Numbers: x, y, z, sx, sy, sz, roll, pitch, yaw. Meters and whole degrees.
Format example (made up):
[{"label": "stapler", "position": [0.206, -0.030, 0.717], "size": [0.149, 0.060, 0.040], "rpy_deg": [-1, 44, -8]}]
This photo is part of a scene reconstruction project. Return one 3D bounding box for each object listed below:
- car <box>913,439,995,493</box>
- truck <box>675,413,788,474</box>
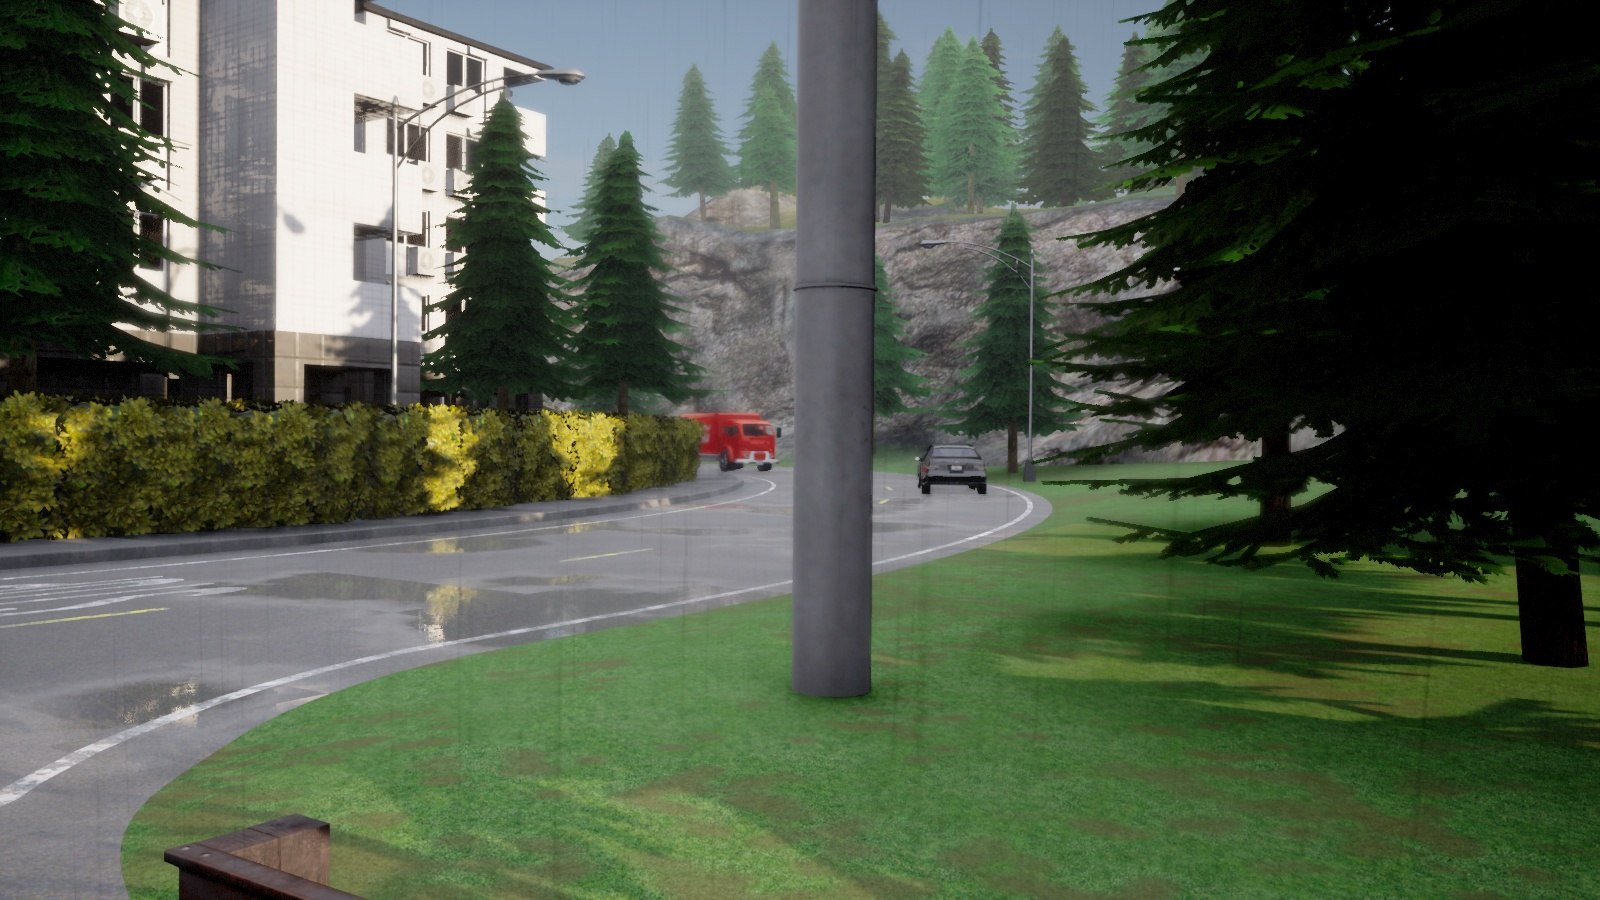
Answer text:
[{"label": "car", "position": [4.391, 0.416, 36.563], "size": [2.033, 1.411, 5.357], "rpy_deg": [0, 1, 3]}, {"label": "truck", "position": [-2.988, -0.283, 53.506], "size": [2.627, 2.467, 5.204], "rpy_deg": [-1, 1, -32]}]
